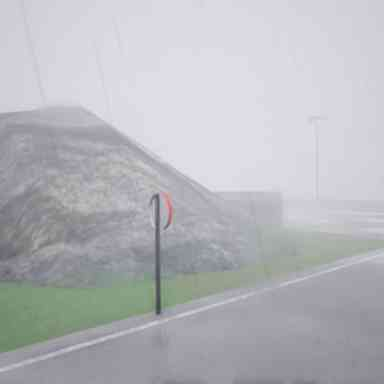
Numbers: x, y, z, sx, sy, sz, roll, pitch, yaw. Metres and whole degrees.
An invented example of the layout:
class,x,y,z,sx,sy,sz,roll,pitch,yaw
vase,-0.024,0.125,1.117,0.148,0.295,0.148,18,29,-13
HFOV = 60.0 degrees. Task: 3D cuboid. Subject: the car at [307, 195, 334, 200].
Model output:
class,x,y,z,sx,sy,sz,roll,pitch,yaw
car,21.298,1.305,55.627,1.837,1.490,4.892,-1,1,-39
